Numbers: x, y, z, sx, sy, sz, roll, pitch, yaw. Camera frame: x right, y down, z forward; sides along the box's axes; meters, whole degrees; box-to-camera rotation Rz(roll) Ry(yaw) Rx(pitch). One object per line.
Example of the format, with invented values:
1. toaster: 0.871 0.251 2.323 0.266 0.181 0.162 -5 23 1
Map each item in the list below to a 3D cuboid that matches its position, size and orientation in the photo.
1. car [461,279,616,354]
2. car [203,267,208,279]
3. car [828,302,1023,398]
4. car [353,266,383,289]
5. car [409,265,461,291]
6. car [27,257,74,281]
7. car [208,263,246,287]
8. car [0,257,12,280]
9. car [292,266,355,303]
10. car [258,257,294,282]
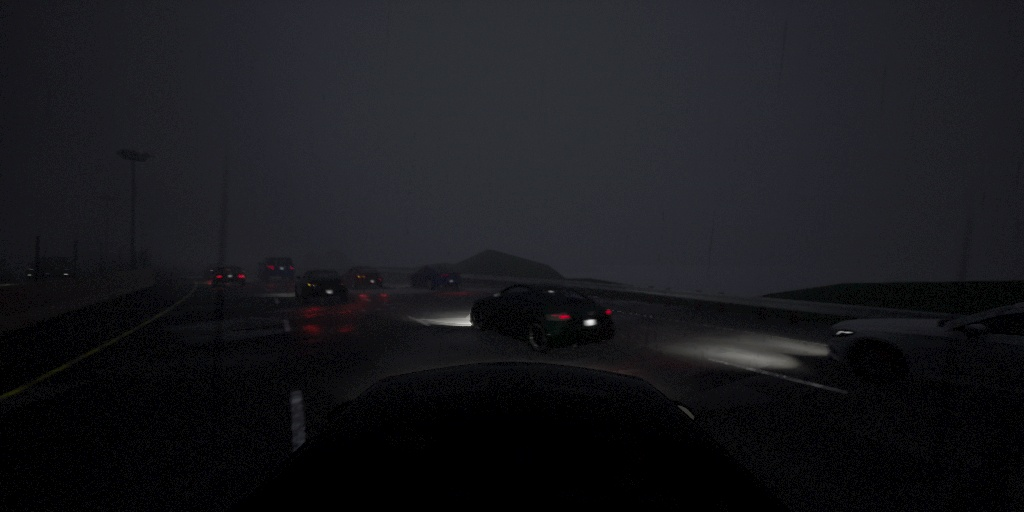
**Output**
1. car: 0.566 1.369 9.183 1.994 1.385 4.181 0 0 -32
2. car: -28.398 1.422 34.614 1.812 1.442 4.674 1 0 -43
3. car: 7.349 1.321 4.838 1.812 1.442 4.674 0 -1 -30
4. car: -10.217 1.406 24.418 1.812 1.442 4.674 1 -1 -38
5. car: -5.131 1.367 23.535 1.882 1.535 5.008 1 -1 -37
6. car: -39.498 1.078 30.888 5.566 2.045 2.150 0 -1 44
7. car: -20.478 1.406 25.912 2.033 1.411 5.357 1 -1 -40
8. car: -41.945 1.127 28.386 5.566 2.045 2.150 0 -1 44
9. car: -9.200 1.358 17.277 1.812 1.442 4.674 1 -1 -36
10. car: -20.767 1.121 31.585 2.150 2.045 5.566 1 0 -42
